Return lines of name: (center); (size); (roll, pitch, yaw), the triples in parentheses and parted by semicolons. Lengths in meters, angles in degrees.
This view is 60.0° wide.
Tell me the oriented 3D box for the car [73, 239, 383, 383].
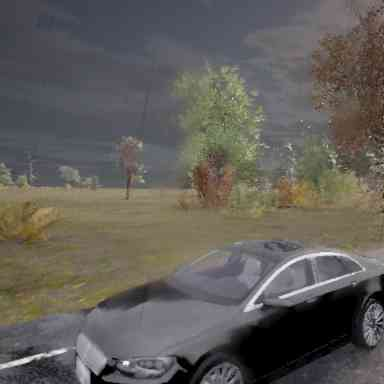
car: (0.937, 1.492, 4.657); (4.902, 1.511, 2.128); (0, 0, -35)
